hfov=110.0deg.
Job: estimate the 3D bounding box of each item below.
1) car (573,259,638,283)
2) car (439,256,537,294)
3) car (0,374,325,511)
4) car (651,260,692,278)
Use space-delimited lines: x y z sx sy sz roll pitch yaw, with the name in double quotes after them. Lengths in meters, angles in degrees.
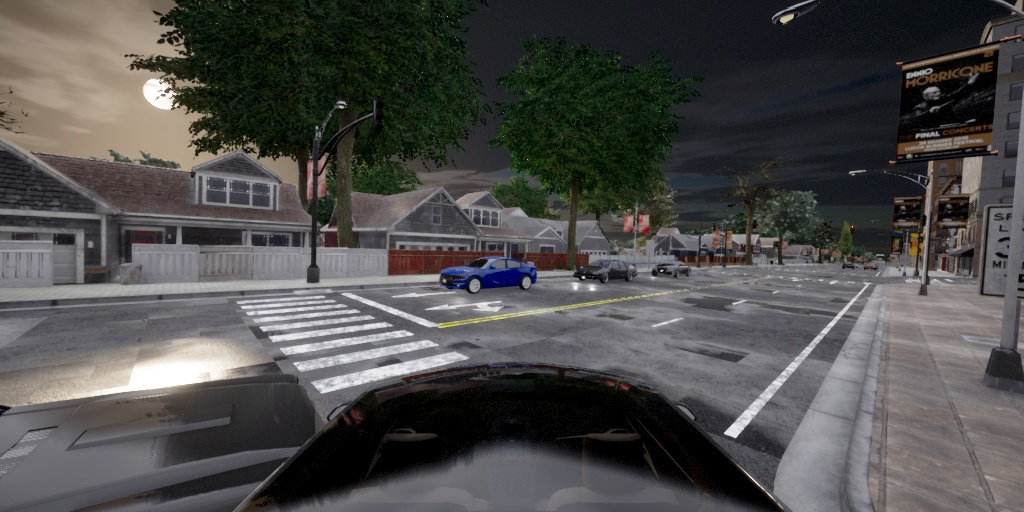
6.249 0.926 23.421 5.357 1.411 2.033 1 2 -43 "car"
-0.979 0.777 16.567 5.008 1.535 1.882 1 3 -43 "car"
-3.317 1.273 1.403 4.718 1.301 1.895 1 2 -33 "car"
13.510 1.025 30.276 4.181 1.385 1.994 1 2 -44 "car"
